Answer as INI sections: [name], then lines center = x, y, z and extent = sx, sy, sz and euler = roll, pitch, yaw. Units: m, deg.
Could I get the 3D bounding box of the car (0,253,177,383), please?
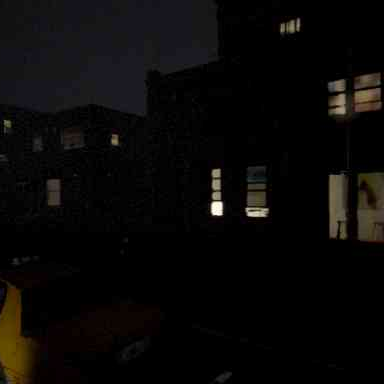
[car]
center = -2.457, 1.536, 4.622
extent = 4.829, 1.417, 1.752
euler = 0, 0, 35
